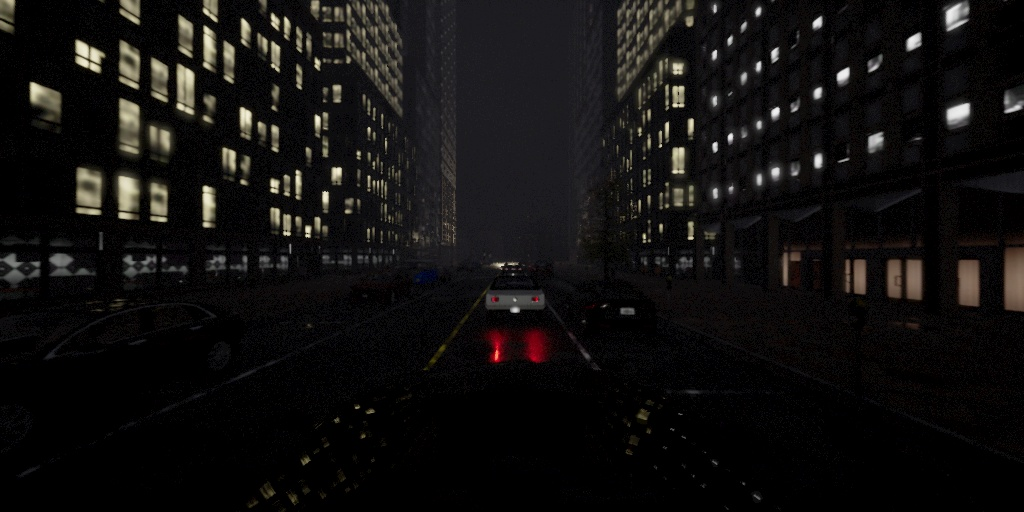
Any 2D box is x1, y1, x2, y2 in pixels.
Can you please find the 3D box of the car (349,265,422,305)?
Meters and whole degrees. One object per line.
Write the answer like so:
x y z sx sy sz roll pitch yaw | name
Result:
-5.692 1.305 16.132 1.888 1.381 4.507 0 0 0 | car

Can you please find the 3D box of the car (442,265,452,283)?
-5.692 1.348 27.517 1.802 1.307 4.207 0 0 0 | car

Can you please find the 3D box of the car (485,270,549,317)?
0.099 1.359 13.186 1.895 1.301 4.718 0 0 0 | car

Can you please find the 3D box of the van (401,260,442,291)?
-5.692 1.104 21.825 1.690 1.789 3.998 0 0 0 | van

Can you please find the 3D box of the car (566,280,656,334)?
2.689 1.322 10.427 1.948 1.339 4.313 0 0 0 | car

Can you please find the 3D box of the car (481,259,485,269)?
-5.693 1.339 55.978 1.948 1.339 4.313 0 0 0 | car

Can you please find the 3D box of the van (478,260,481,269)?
-5.693 1.113 50.286 1.690 1.789 3.998 0 0 0 | van

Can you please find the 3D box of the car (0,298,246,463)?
-5.691 1.303 4.747 2.007 1.370 4.403 0 0 0 | car

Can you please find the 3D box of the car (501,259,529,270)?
0.098 1.259 30.712 2.128 1.511 4.902 0 0 0 | car

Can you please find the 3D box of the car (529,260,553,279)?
2.689 1.208 33.194 1.967 1.591 4.097 0 0 0 | car

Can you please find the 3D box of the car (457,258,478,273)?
-5.693 1.211 44.593 1.967 1.591 4.097 0 0 0 | car
